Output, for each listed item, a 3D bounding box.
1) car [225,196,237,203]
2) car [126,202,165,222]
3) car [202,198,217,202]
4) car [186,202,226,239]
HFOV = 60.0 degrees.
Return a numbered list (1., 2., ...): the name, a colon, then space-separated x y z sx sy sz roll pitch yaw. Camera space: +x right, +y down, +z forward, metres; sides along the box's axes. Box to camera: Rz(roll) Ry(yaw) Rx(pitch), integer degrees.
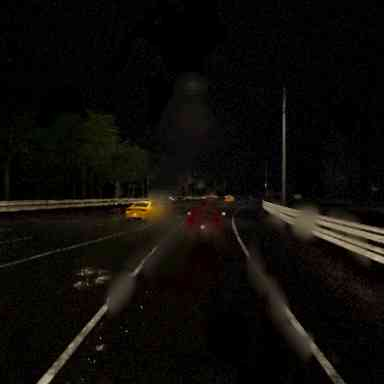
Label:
1. car: 9.654 1.935 85.001 1.882 1.535 5.008 0 0 13
2. car: -3.626 1.528 26.805 1.882 1.535 5.008 1 0 13
3. car: 2.985 1.727 55.711 1.882 1.535 5.008 0 0 13
4. car: 0.766 1.532 17.871 1.882 1.535 5.008 0 0 5
